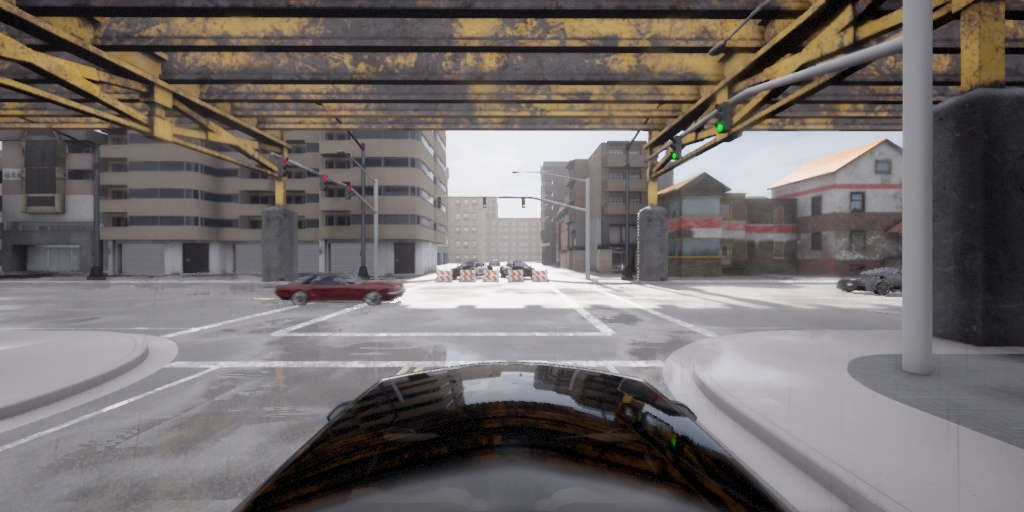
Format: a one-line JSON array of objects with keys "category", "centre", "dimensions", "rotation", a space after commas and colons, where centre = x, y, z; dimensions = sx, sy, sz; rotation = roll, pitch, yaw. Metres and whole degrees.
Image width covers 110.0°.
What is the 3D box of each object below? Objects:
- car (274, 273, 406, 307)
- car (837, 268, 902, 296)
[{"category": "car", "centre": [-6.948, 1.360, 14.890], "dimensions": [4.718, 1.301, 1.895], "rotation": [0, 0, 0]}, {"category": "car", "centre": [19.701, 1.312, 18.797], "dimensions": [4.181, 1.385, 1.994], "rotation": [0, 0, 0]}]
